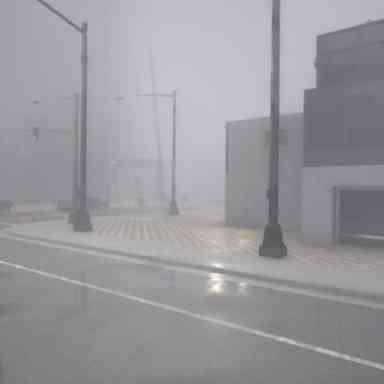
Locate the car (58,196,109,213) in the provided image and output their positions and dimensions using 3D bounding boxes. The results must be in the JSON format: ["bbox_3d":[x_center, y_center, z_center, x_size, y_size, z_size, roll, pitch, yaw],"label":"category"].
[{"bbox_3d":[-10.095,1.189,31.196,1.837,1.490,4.892,1,1,36],"label":"car"}]
